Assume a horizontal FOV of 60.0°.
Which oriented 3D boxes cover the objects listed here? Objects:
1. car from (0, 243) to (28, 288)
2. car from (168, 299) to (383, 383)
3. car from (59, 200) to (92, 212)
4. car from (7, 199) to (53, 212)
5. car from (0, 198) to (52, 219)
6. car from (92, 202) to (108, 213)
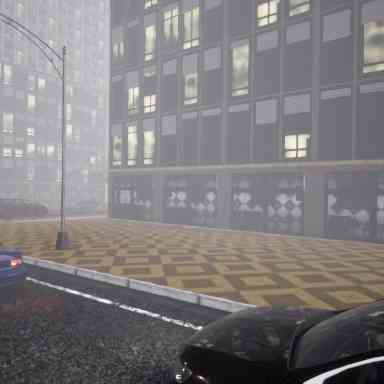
[{"bbox_3d":[-6.115,1.543,8.065,5.357,1.411,2.033,0,0,36],"label":"car"},{"bbox_3d":[2.030,1.505,2.233,4.892,1.490,1.837,0,0,35],"label":"car"},{"bbox_3d":[-14.337,1.750,43.020,2.033,1.411,5.357,1,0,37],"label":"car"},{"bbox_3d":[-19.549,1.640,40.352,1.752,1.417,4.829,1,0,37],"label":"car"},{"bbox_3d":[-16.069,1.517,30.971,2.192,1.841,5.009,1,0,37],"label":"car"},{"bbox_3d":[-9.254,1.828,40.169,1.752,1.417,4.829,1,0,37],"label":"car"}]
